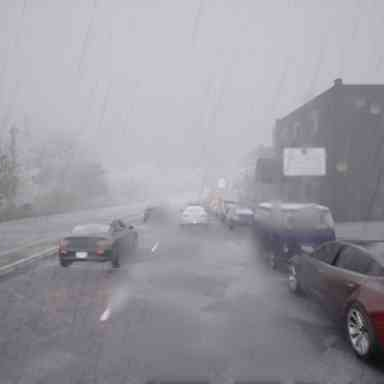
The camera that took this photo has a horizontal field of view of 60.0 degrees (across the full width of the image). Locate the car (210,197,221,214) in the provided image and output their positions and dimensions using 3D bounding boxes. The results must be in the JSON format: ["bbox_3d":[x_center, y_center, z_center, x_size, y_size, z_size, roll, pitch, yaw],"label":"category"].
[{"bbox_3d":[3.335,1.648,33.693,2.185,1.767,4.553,0,-1,0],"label":"car"}]

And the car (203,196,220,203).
[{"bbox_3d":[3.390,1.666,50.203,2.435,2.045,5.566,0,-1,0],"label":"car"}]

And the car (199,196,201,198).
[{"bbox_3d":[3.500,2.204,83.315,2.231,1.521,4.892,0,0,0],"label":"car"}]

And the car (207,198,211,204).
[{"bbox_3d":[3.354,1.823,39.242,2.231,1.521,4.892,0,0,0],"label":"car"}]

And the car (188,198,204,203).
[{"bbox_3d":[0.235,1.875,42.743,1.837,1.490,4.892,0,-1,0],"label":"car"}]

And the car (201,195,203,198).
[{"bbox_3d":[3.446,1.935,66.842,2.185,1.767,4.553,0,0,0],"label":"car"}]

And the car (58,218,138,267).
[{"bbox_3d":[-3.119,1.626,11.689,1.812,1.442,4.674,0,-1,0],"label":"car"}]

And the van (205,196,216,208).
[{"bbox_3d":[3.428,1.788,61.466,1.878,1.987,4.442,0,0,0],"label":"van"}]

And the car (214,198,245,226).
[{"bbox_3d":[3.316,1.601,28.167,2.185,1.767,4.553,0,0,0],"label":"car"}]

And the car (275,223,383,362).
[{"bbox_3d":[3.243,1.564,6.003,2.163,1.488,4.792,0,0,0],"label":"car"}]

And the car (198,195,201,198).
[{"bbox_3d":[3.537,2.297,94.556,1.946,1.575,5.366,0,0,0],"label":"car"}]

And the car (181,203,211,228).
[{"bbox_3d":[0.177,1.732,23.735,1.812,1.442,4.674,0,-1,0],"label":"car"}]

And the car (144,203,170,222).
[{"bbox_3d":[-3.055,1.756,29.188,1.837,1.490,4.892,0,-1,0],"label":"car"}]

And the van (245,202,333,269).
[{"bbox_3d":[3.261,1.357,11.616,1.878,1.987,4.442,0,0,0],"label":"van"}]
